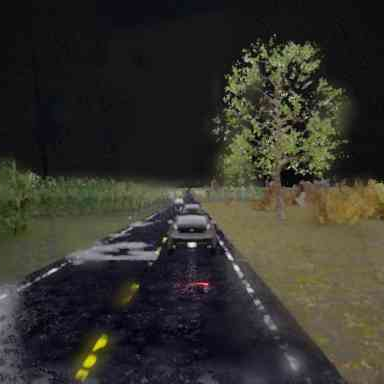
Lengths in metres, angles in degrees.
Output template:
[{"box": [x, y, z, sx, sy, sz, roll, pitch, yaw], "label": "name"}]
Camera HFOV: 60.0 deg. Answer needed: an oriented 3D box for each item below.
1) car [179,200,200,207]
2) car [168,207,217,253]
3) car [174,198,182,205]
[{"box": [-0.001, 1.757, 29.293, 1.837, 1.490, 4.892, 0, 0, 0], "label": "car"}, {"box": [0.001, 1.636, 14.309, 1.837, 1.490, 4.892, 0, 0, 0], "label": "car"}, {"box": [-2.759, 2.056, 71.009, 1.812, 1.442, 4.674, 0, 0, 0], "label": "car"}]
